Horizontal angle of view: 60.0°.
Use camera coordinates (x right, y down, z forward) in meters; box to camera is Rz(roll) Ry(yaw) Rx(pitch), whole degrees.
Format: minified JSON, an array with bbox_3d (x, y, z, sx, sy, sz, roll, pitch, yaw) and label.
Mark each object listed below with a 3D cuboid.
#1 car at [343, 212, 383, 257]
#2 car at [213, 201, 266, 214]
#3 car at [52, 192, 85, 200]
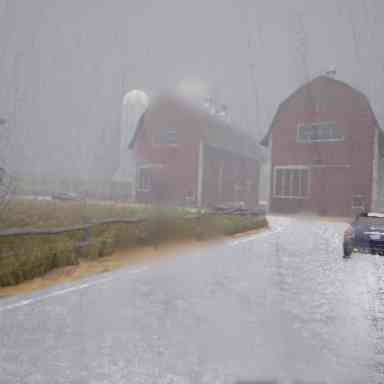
[{"bbox_3d":[7.450,1.634,13.502,2.097,1.767,4.553,3,0,29],"label":"car"},{"bbox_3d":[4.254,1.577,30.006,5.008,1.535,1.882,3,0,36],"label":"car"},{"bbox_3d":[-15.027,0.754,40.839,4.892,1.490,1.837,2,0,28],"label":"car"}]
